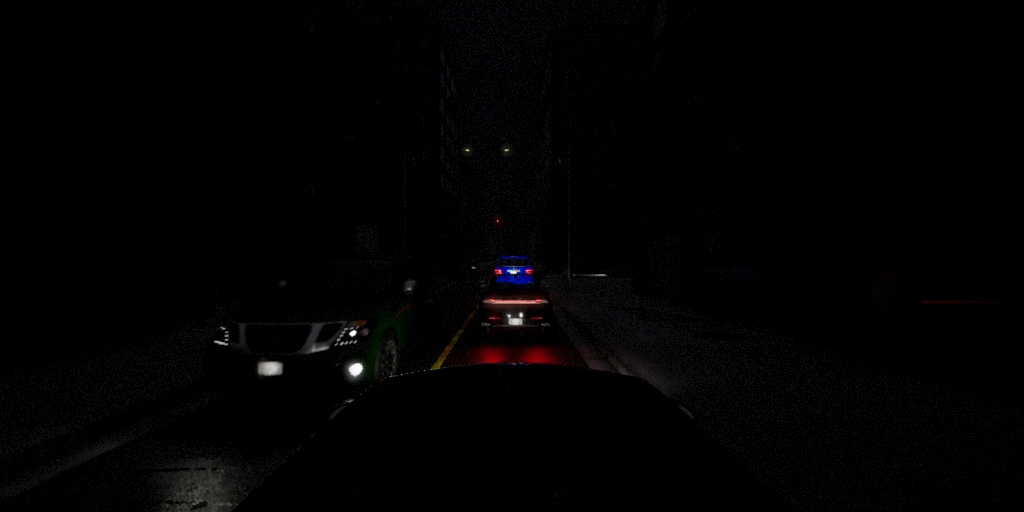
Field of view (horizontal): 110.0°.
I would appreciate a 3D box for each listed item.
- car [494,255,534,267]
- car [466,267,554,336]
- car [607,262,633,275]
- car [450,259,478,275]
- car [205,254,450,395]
[{"bbox_3d":[0.103,0.971,20.668,2.150,2.045,5.566,0,0,1],"label":"car"},{"bbox_3d":[0.098,1.241,10.356,2.128,1.511,4.902,0,0,0],"label":"car"},{"bbox_3d":[12.159,1.317,37.689,4.181,1.385,1.994,0,0,0],"label":"car"},{"bbox_3d":[-5.477,1.103,34.805,4.553,1.767,2.097,0,0,0],"label":"car"},{"bbox_3d":[-2.840,0.971,6.987,2.150,2.045,5.566,0,0,0],"label":"car"}]
